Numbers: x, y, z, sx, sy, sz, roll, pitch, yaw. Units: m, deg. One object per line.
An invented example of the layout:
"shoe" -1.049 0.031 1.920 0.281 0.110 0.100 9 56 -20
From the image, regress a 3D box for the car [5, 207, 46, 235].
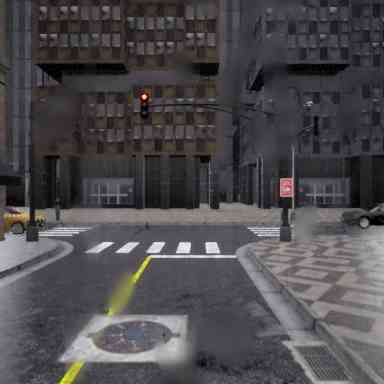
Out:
"car" -10.599 1.487 18.094 5.008 1.535 1.882 0 0 1

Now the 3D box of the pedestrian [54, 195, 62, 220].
"pedestrian" -9.815 1.150 24.321 0.375 1.860 0.375 0 0 1

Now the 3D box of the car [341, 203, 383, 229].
"car" 12.056 1.456 21.021 5.008 1.535 1.882 0 0 1
